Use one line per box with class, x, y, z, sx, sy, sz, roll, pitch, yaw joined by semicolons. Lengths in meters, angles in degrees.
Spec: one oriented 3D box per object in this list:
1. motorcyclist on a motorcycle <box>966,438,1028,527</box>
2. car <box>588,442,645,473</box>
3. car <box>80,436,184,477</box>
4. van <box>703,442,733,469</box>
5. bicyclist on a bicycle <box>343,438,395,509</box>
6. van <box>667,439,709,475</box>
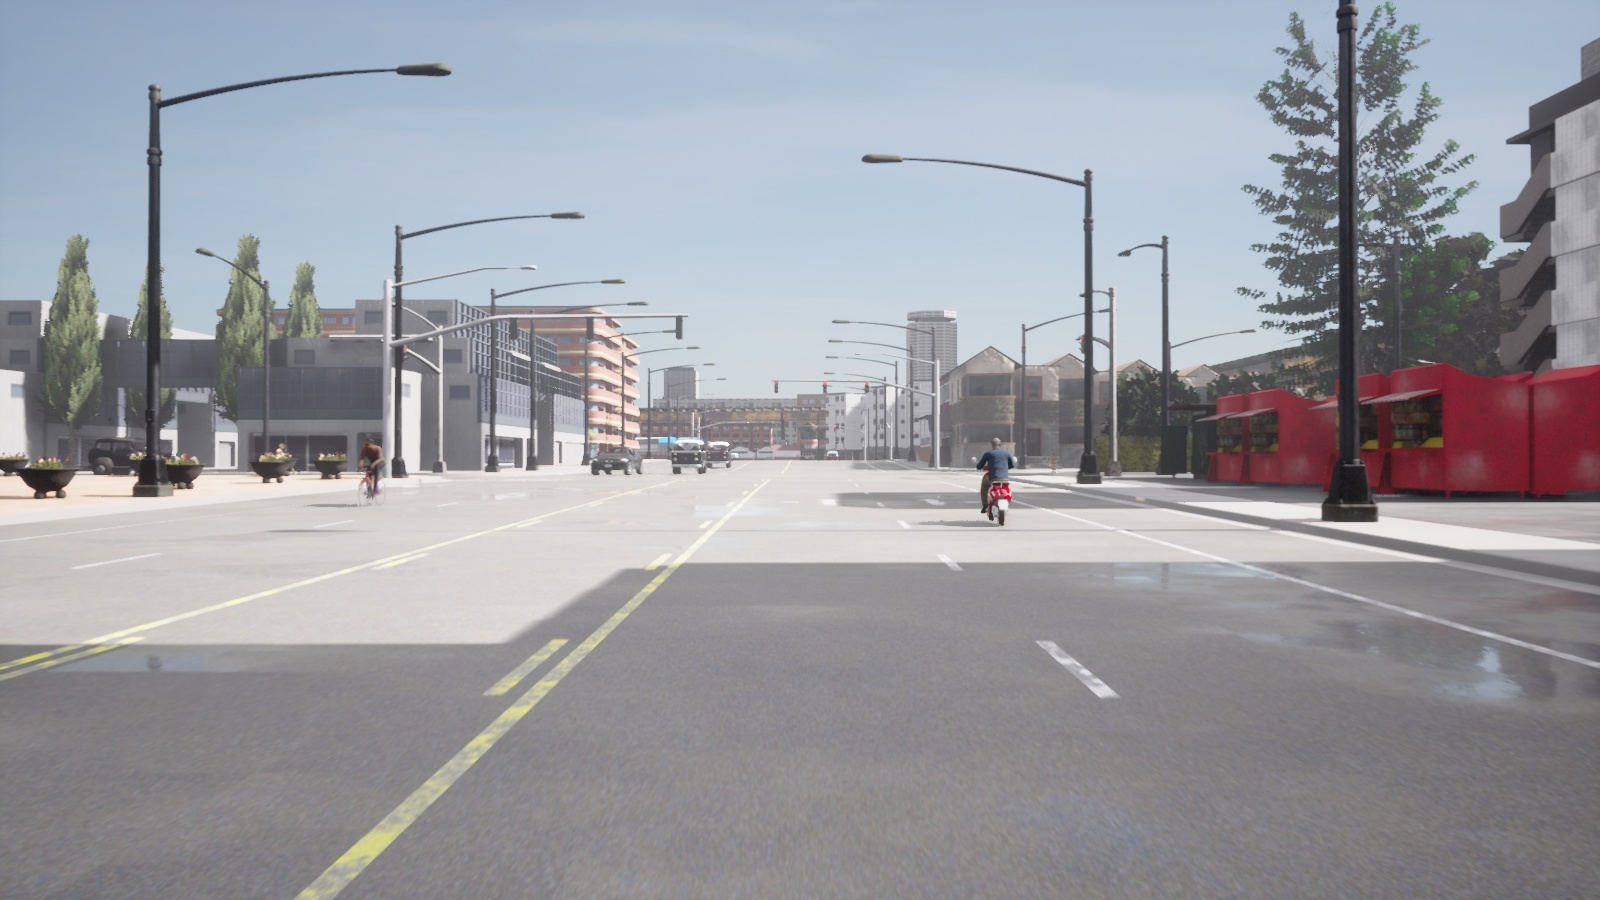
motorcyclist on a motorcycle;3.651;0.577;23.390;0.866;1.590;1.817;0;0;0
car;-10.244;0.425;70.504;2.152;1.651;5.027;0;-1;4
car;-31.244;0.316;58.822;3.866;1.878;1.905;0;-1;1
van;-6.413;0.391;98.909;2.069;2.038;4.480;0;1;0
bicyclist on a bicycle;-10.175;0.531;29.683;0.582;1.620;1.656;0;1;3
van;-6.556;0.401;74.069;2.069;2.038;4.480;0;0;0
